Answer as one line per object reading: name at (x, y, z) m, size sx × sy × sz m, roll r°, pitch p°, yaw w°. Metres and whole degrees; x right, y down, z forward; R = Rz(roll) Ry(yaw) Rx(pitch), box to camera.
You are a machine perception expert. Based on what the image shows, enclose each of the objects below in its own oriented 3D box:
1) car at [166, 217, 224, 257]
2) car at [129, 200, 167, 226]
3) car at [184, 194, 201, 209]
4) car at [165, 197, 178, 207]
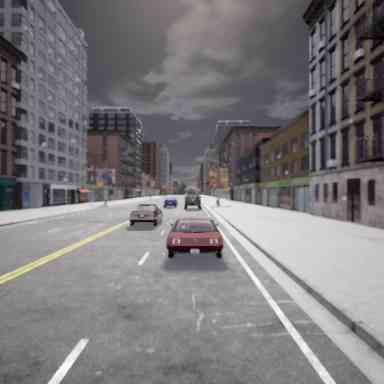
car at (0.099, 1.602, 12.847) m, size 1.895 × 1.301 × 4.718 m, roll 0°, pitch 0°, yaw 0°
car at (-3.149, 1.550, 23.514) m, size 2.033 × 1.411 × 5.357 m, roll 0°, pitch 0°, yaw 0°
car at (0.099, 1.234, 45.789) m, size 2.150 × 2.045 × 5.566 m, roll 0°, pitch 0°, yaw 0°
car at (-3.152, 1.493, 50.419) m, size 1.882 × 1.535 × 5.008 m, roll 0°, pitch 0°, yaw 0°
